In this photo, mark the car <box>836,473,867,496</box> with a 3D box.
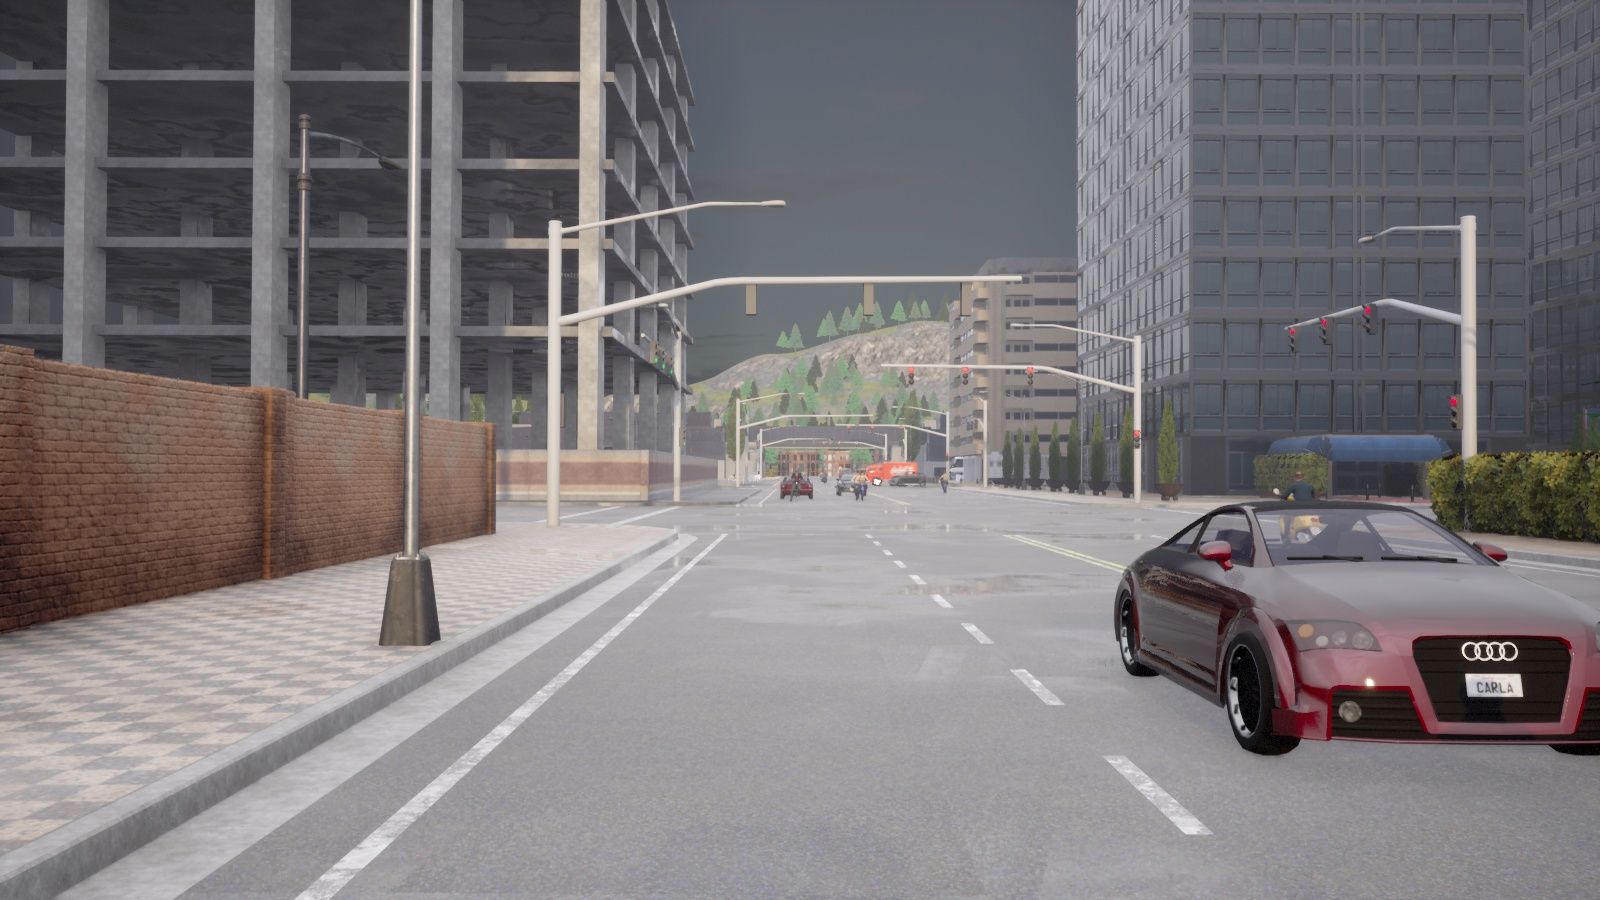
[{"bbox_3d":[3.309,2.184,80.926,1.812,1.442,4.674,0,-1,0],"label":"car"}]

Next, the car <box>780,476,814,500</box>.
[{"bbox_3d":[-0.167,2.103,70.837,1.895,1.301,4.718,0,-1,0],"label":"car"}]

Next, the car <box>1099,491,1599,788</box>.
[{"bbox_3d":[3.480,1.004,8.286,1.994,1.385,4.181,0,-1,0],"label":"car"}]
